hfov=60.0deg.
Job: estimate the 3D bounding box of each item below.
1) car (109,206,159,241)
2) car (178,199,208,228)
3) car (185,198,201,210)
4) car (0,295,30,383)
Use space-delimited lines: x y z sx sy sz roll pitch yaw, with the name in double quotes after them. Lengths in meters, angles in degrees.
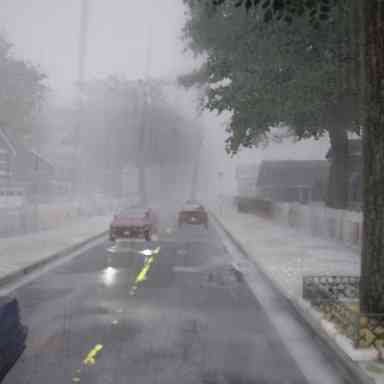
-2.819 1.497 16.941 1.882 1.535 5.008 0 0 0 "car"
0.102 1.494 22.648 1.882 1.535 5.008 0 0 0 "car"
0.140 1.531 42.758 1.994 1.385 4.181 0 0 0 "car"
-2.847 1.552 1.640 2.033 1.411 5.357 0 0 0 "car"
